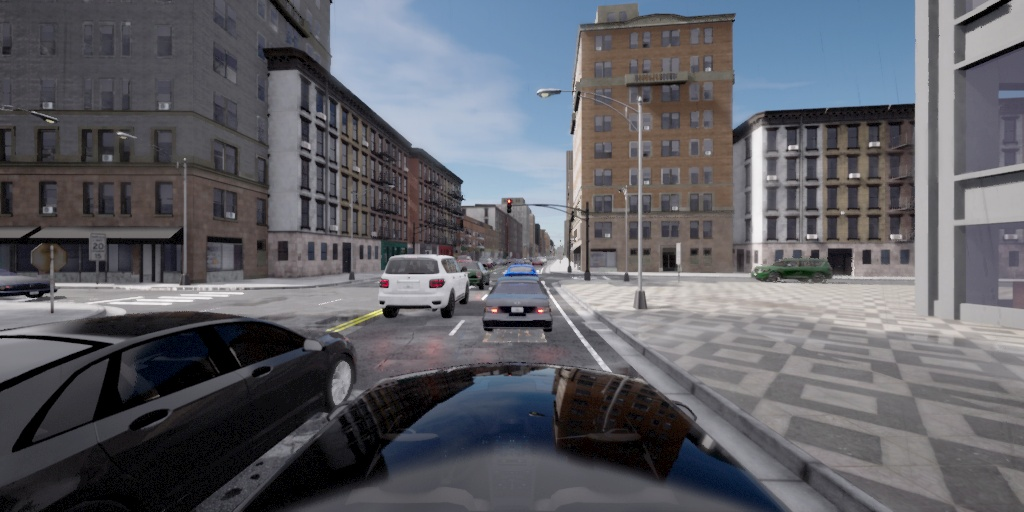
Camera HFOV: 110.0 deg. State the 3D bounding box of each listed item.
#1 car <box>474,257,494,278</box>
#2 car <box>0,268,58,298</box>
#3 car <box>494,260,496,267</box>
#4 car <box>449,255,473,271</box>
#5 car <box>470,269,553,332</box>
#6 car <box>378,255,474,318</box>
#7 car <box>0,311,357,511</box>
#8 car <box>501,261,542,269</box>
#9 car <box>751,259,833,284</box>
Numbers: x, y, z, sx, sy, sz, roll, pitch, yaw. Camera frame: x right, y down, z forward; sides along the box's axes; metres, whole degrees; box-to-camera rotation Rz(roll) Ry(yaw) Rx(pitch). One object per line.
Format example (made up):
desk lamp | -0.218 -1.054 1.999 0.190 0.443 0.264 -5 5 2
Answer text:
car | -2.597 1.100 22.616 2.097 1.767 4.553 0 0 3
car | -22.641 1.134 14.961 5.357 1.411 2.033 1 0 -1
car | -3.997 1.070 50.509 2.097 1.767 4.553 0 0 6
car | -7.192 0.938 51.272 2.150 2.045 5.566 0 0 5
car | 0.202 1.295 10.821 2.033 1.411 5.357 0 0 2
car | -2.946 0.970 13.069 2.150 2.045 5.566 0 0 1
car | -3.113 1.254 3.170 1.837 1.490 4.892 0 0 0
car | 0.564 1.226 20.637 1.882 1.535 5.008 0 0 2
car | 23.432 1.242 30.110 5.566 2.045 2.150 1 0 8
